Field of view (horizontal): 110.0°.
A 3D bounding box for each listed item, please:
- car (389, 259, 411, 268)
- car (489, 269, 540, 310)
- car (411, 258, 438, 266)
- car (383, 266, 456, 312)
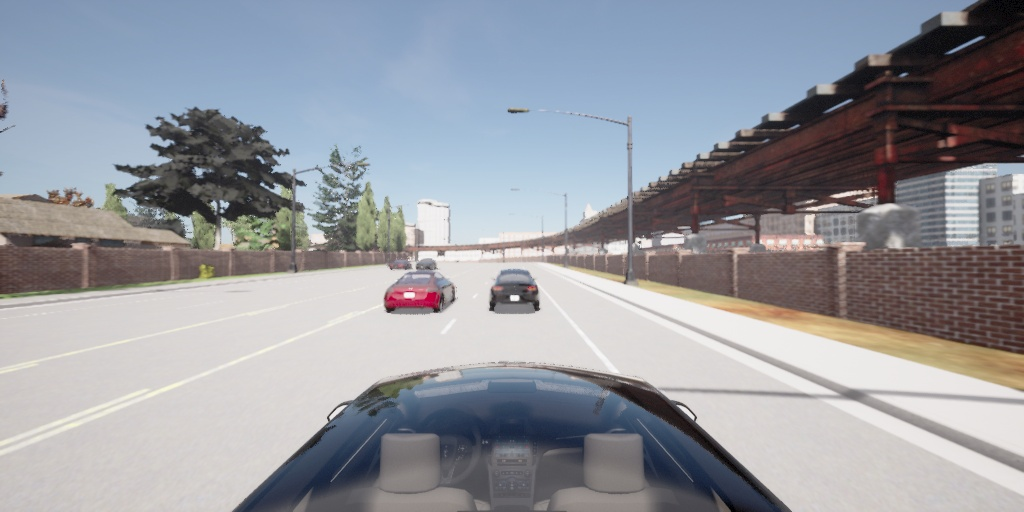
[{"bbox_3d":[-14.080,1.099,45.448,1.994,1.385,4.181,0,0,0],"label":"car"},{"bbox_3d":[0.086,1.215,14.174,1.812,1.442,4.674,0,0,0],"label":"car"},{"bbox_3d":[-10.584,1.018,44.553,1.882,1.535,5.008,0,0,0],"label":"car"},{"bbox_3d":[-3.400,1.254,13.893,1.994,1.385,4.181,0,0,0],"label":"car"}]
